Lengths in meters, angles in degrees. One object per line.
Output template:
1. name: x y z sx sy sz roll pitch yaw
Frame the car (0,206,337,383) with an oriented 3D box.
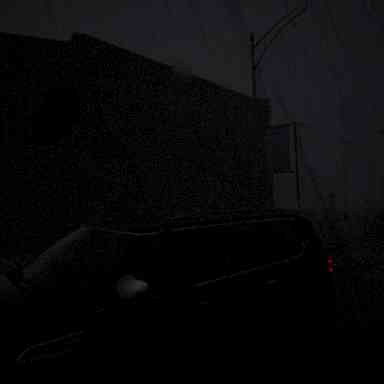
1. car: -0.490 1.231 3.905 5.566 2.045 2.150 0 0 -39
